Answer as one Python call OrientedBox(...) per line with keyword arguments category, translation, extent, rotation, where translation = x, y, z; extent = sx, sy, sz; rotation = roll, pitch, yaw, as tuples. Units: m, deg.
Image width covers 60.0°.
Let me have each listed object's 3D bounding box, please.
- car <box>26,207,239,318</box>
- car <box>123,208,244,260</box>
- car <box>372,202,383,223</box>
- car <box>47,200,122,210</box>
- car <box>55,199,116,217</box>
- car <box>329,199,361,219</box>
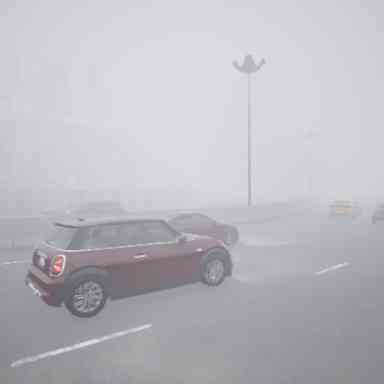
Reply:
OrientedBox(category="car", translation=(-1.198, 1.335, 7.665), extent=(4.553, 1.767, 2.097), rotation=(0, 0, -38))
OrientedBox(category="car", translation=(-0.161, 1.487, 13.051), extent=(4.674, 1.442, 1.812), rotation=(0, 0, -42))
OrientedBox(category="car", translation=(13.773, 1.409, 23.044), extent=(2.033, 1.411, 5.357), rotation=(0, 0, 36))
OrientedBox(category="car", translation=(-6.551, 1.319, 21.648), extent=(4.553, 1.767, 2.097), rotation=(0, 0, -43))
OrientedBox(category="car", translation=(-10.266, 1.500, 32.512), extent=(2.033, 1.411, 5.357), rotation=(0, 0, 43))
OrientedBox(category="car", translation=(12.938, 1.328, 28.017), extent=(1.882, 1.535, 5.008), rotation=(0, 0, 35))
